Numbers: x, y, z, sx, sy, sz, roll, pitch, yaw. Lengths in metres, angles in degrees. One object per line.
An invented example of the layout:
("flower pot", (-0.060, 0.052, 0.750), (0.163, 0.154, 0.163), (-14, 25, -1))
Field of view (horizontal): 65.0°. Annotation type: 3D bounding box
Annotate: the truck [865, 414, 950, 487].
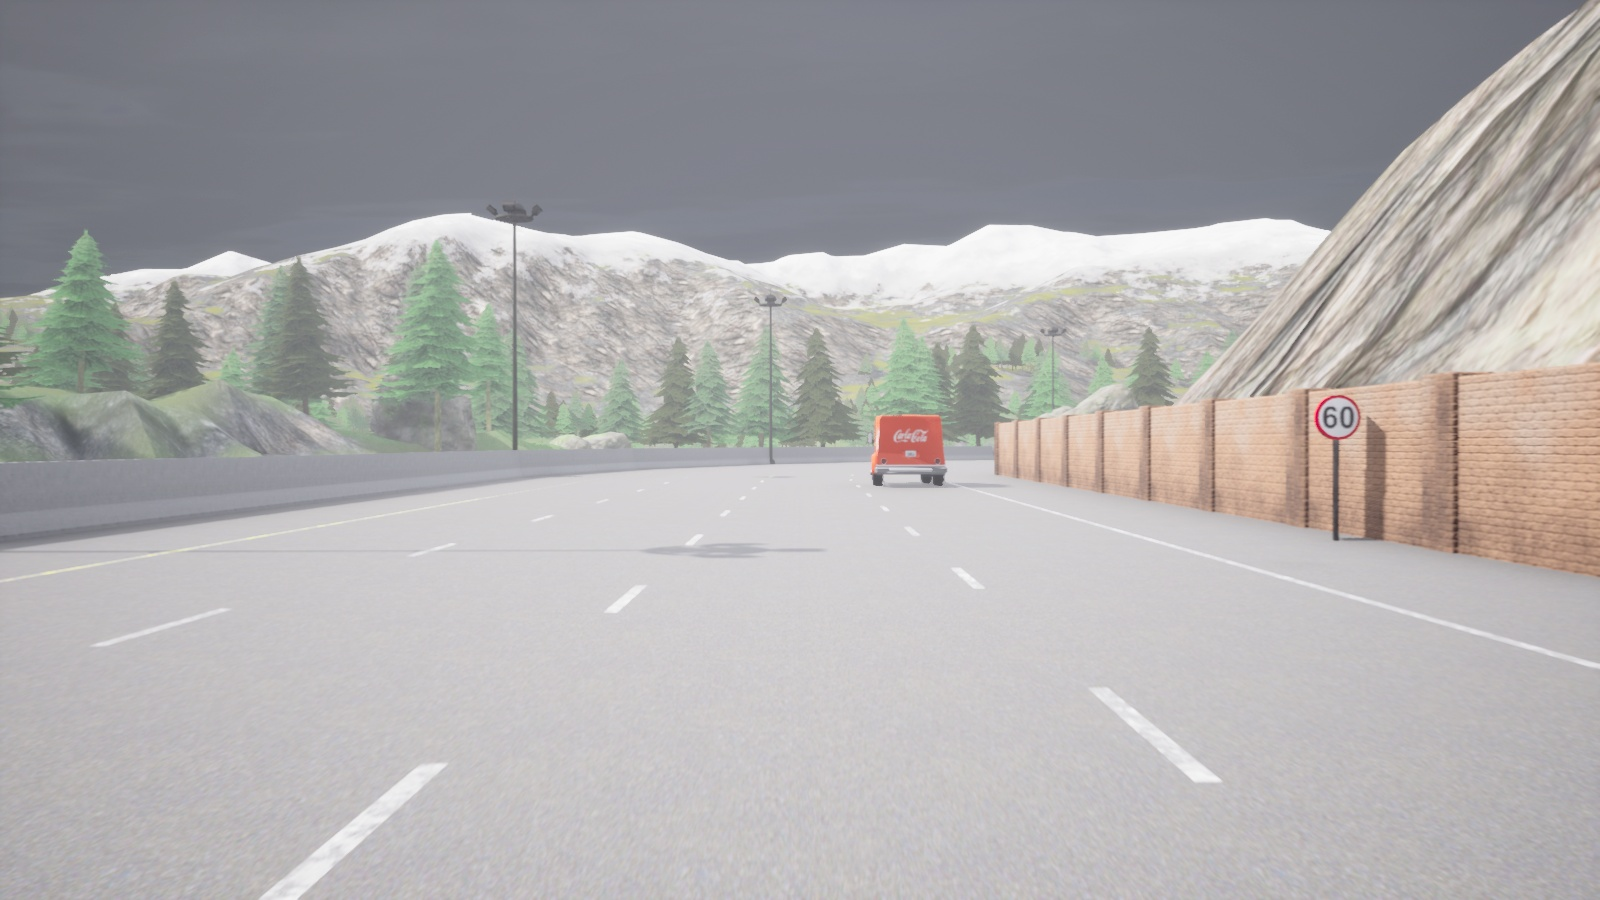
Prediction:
("truck", (3.766, 0.008, 45.169), (2.627, 2.467, 5.204), (0, 0, 0))
